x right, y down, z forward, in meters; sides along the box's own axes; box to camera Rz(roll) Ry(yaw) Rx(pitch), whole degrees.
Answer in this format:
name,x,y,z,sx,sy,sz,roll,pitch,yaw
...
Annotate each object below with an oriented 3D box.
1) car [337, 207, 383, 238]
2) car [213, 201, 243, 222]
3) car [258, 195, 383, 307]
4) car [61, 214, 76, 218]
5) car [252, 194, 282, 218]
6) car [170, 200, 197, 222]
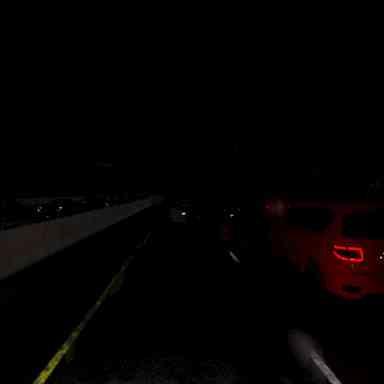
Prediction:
name,x,y,z,sx,sy,sz,roll,pitch,yaw
car,10.083,1.585,18.411,1.895,1.301,4.718,0,0,-2
car,2.819,1.489,26.521,2.128,1.511,4.902,0,0,-2
car,3.390,1.216,8.142,2.150,2.045,5.566,0,0,-2
car,-11.447,1.373,28.440,2.097,1.767,4.553,0,0,-2
car,6.318,1.213,26.651,2.150,2.045,5.566,0,0,-2
car,-0.680,1.568,26.393,1.994,1.385,4.181,0,0,-2
